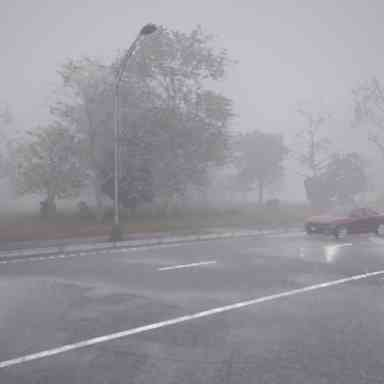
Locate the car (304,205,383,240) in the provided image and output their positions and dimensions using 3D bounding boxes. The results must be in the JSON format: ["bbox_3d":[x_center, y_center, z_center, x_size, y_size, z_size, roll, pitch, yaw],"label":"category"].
[{"bbox_3d":[7.913,1.462,16.961,5.008,1.535,1.882,0,0,-29],"label":"car"}]
